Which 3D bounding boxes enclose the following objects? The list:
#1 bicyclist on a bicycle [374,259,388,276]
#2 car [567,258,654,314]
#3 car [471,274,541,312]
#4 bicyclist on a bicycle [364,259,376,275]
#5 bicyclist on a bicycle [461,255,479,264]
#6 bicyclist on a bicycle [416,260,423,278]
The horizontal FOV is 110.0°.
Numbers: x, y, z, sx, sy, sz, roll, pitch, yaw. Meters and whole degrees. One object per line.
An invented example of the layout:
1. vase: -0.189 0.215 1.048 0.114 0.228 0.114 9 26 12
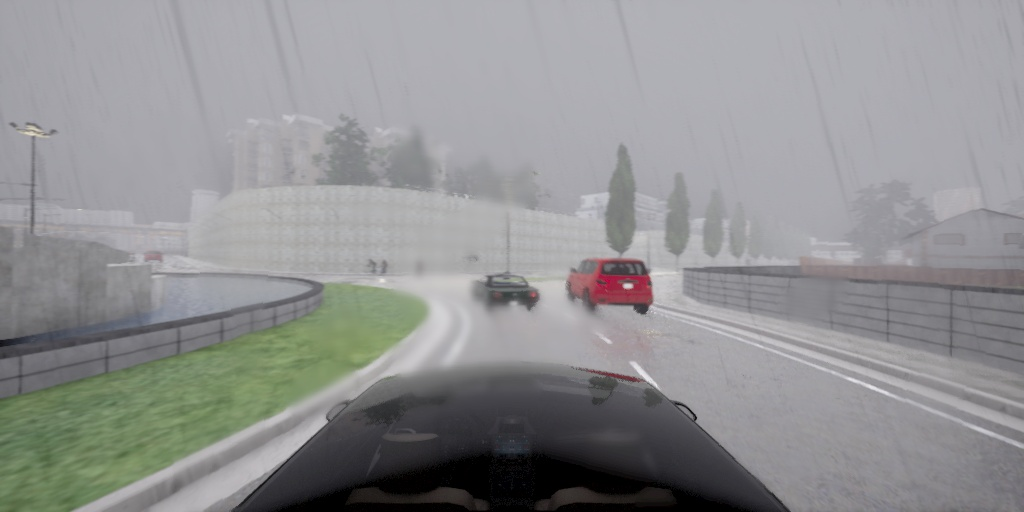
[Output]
1. bicyclist on a bicycle: -12.005 1.085 33.627 0.582 1.620 1.656 11 5 3
2. car: 3.746 1.087 14.563 2.150 2.045 5.566 1 0 -2
3. car: -0.453 1.390 14.530 1.895 1.301 4.718 1 0 -15
4. bicyclist on a bicycle: -13.325 1.027 34.067 0.582 1.620 1.656 18 17 35
5. bicyclist on a bicycle: -3.455 0.257 30.660 1.620 0.582 1.656 -6 21 27
6. bicyclist on a bicycle: -8.093 1.163 31.592 0.582 1.620 1.656 2 0 -8
